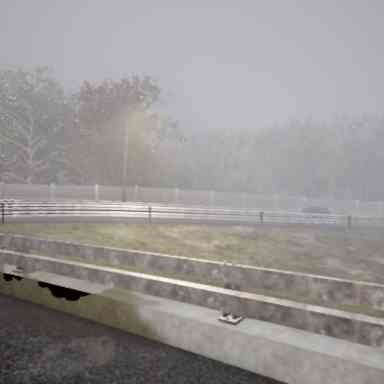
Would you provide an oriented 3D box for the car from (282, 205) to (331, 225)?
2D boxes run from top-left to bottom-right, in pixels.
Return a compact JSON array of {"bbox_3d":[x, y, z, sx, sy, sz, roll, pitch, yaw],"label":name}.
[{"bbox_3d":[12.772,2.526,37.068,5.566,2.045,2.150,4,-1,-20],"label":"car"}]
